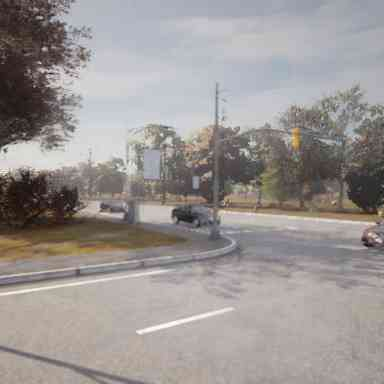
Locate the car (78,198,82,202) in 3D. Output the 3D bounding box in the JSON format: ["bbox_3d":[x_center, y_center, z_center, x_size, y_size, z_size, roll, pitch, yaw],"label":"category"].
[{"bbox_3d":[-18.990,1.488,53.632,1.882,1.535,5.008,1,0,-36],"label":"car"}]

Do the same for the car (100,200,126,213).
[{"bbox_3d":[-9.464,1.688,39.516,1.837,1.490,4.892,1,0,-33],"label":"car"}]

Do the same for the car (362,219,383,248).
[{"bbox_3d":[9.544,1.760,14.973,4.674,1.442,1.812,1,-1,-36],"label":"car"}]

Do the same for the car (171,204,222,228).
[{"bbox_3d":[0.221,1.691,24.341,2.128,1.511,4.902,1,0,-32],"label":"car"}]
